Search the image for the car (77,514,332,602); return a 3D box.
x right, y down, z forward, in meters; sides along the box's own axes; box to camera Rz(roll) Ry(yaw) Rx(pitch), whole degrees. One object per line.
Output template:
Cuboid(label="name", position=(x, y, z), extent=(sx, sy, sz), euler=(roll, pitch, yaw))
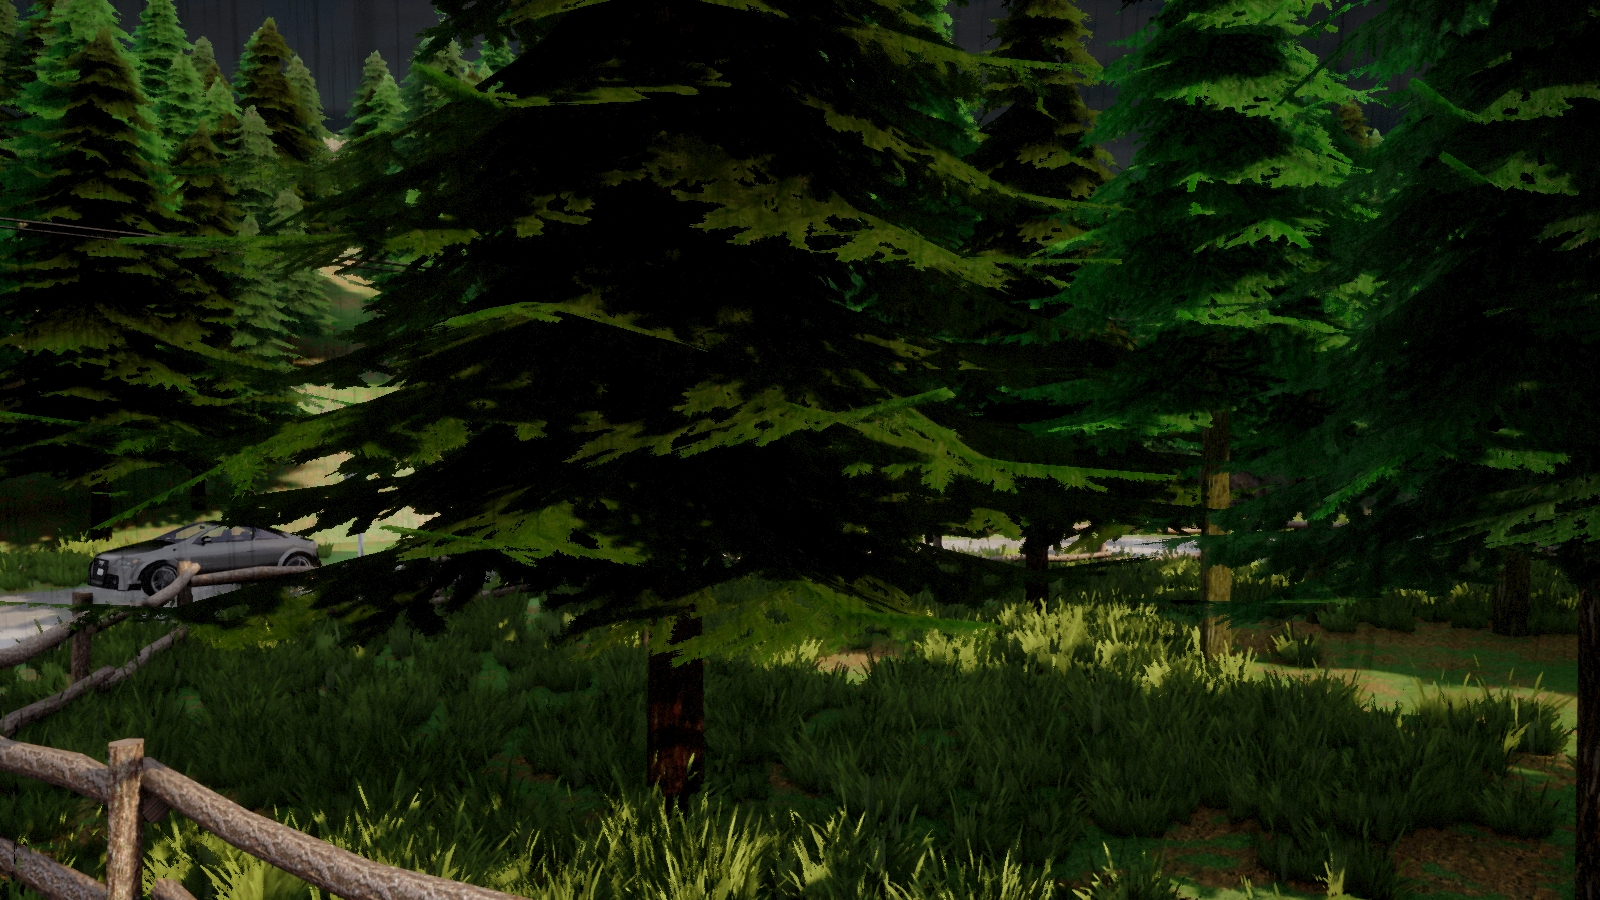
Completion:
Cuboid(label="car", position=(-12.055, 2.119, 23.321), extent=(1.994, 1.385, 4.181), euler=(0, 0, 41))
